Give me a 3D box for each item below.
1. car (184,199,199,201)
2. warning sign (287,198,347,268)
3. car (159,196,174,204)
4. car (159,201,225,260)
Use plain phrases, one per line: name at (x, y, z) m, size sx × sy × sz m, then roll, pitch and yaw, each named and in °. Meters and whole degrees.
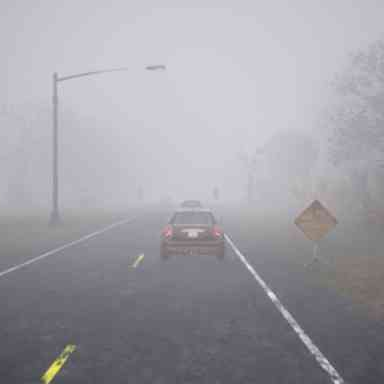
car at (-0.026, 1.397, 27.697) m, size 2.097 × 1.767 × 4.553 m, roll 0°, pitch 0°, yaw 0°
warning sign at (3.554, 1.131, 9.596) m, size 1.300 × 1.860 × 1.060 m, roll 1°, pitch 1°, yaw 0°
car at (-3.871, 1.440, 51.178) m, size 2.097 × 1.767 × 4.553 m, roll 0°, pitch 0°, yaw 0°
car at (0.044, 1.372, 12.649) m, size 2.097 × 1.767 × 4.553 m, roll 0°, pitch 0°, yaw 0°
